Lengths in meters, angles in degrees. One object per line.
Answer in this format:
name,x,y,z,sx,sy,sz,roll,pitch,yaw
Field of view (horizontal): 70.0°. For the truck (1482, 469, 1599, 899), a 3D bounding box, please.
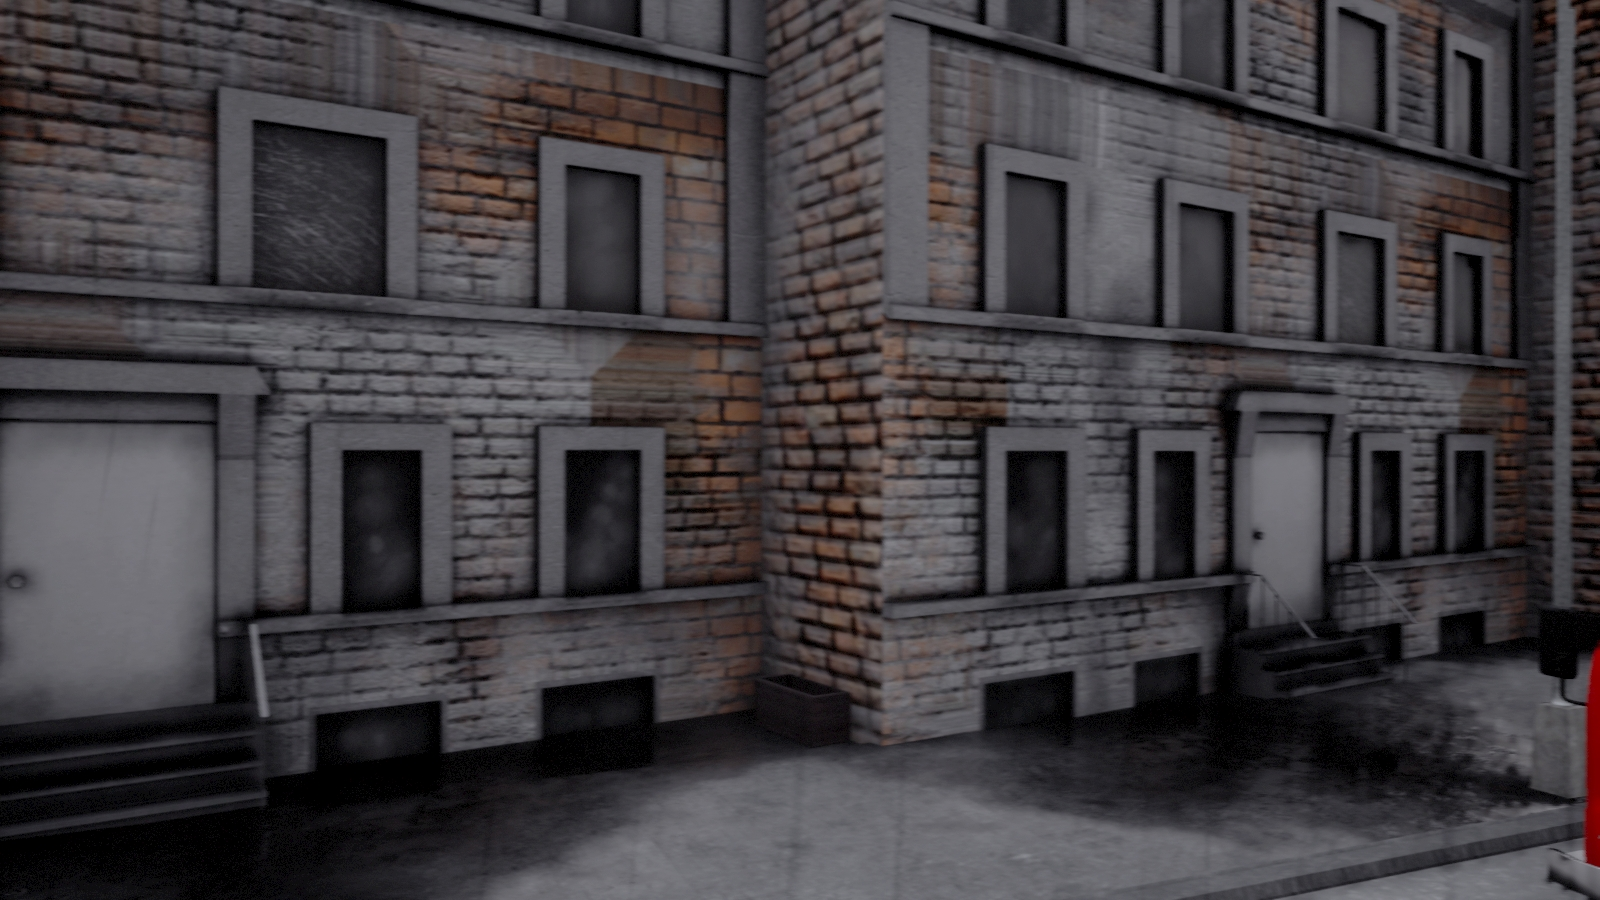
truck,6.931,1.350,6.546,5.204,2.467,2.627,0,0,-23
